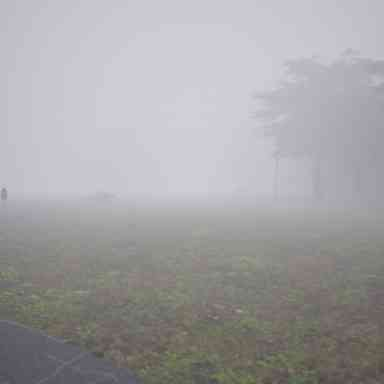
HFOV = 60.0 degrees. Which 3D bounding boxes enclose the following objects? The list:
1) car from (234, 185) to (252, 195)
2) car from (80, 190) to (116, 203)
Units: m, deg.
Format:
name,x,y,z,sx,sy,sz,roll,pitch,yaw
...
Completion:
name,x,y,z,sx,sy,sz,roll,pitch,yaw
car,11.575,-0.475,75.231,2.150,2.045,5.566,3,2,36
car,-11.942,0.570,42.463,1.882,1.535,5.008,3,4,36
